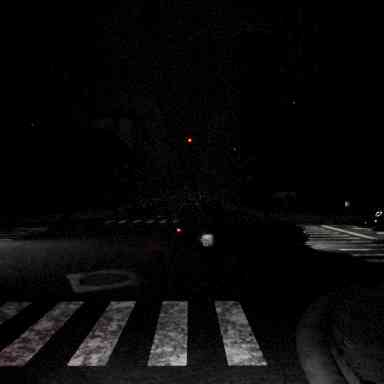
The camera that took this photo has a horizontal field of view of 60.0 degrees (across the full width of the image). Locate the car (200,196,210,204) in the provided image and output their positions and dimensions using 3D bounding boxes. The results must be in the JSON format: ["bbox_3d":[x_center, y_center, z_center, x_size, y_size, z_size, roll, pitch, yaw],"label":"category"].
[{"bbox_3d":[2.358,1.641,47.139,1.802,1.307,4.206,0,0,0],"label":"car"}]

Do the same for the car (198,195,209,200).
[{"bbox_3d":[2.365,1.637,52.649,1.947,1.339,4.313,0,0,0],"label":"car"}]

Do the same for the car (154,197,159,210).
[{"bbox_3d":[-5.675,1.490,41.639,1.967,1.590,4.097,0,0,0],"label":"car"}]

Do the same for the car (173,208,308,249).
[{"bbox_3d":[1.908,1.535,13.892,5.357,1.411,2.033,0,0,0],"label":"car"}]

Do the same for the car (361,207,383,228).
[{"bbox_3d":[13.004,1.304,20.633,4.553,1.767,2.097,0,0,0],"label":"car"}]

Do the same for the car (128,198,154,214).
[{"bbox_3d":[-5.682,1.480,36.128,1.967,1.590,4.097,0,0,0],"label":"car"}]

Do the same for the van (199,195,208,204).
[{"bbox_3d":[2.388,1.453,69.182,1.690,1.788,3.998,0,0,0],"label":"van"}]

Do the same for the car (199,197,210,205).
[{"bbox_3d":[2.381,1.647,63.671,2.008,1.369,4.403,0,0,0],"label":"car"}]

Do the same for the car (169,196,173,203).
[{"bbox_3d":[-5.636,1.552,69.193,1.967,1.590,4.097,0,0,0],"label":"car"}]

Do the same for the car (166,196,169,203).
[{"bbox_3d":[-5.651,1.634,58.171,2.008,1.369,4.403,0,0,0],"label":"car"}]

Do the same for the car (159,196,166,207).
[{"bbox_3d":[-5.659,1.653,52.660,1.802,1.307,4.206,0,0,0],"label":"car"}]

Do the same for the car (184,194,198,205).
[{"bbox_3d":[-0.155,1.601,63.291,1.837,1.490,4.892,0,0,0],"label":"car"}]

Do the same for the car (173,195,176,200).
[{"bbox_3d":[-5.621,1.694,80.214,2.008,1.369,4.403,0,0,0],"label":"car"}]

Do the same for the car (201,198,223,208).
[{"bbox_3d":[2.343,1.606,36.116,1.947,1.339,4.313,0,0,0],"label":"car"}]

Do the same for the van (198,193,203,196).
[{"bbox_3d":[2.373,1.424,58.160,1.690,1.788,3.998,0,0,0],"label":"van"}]
